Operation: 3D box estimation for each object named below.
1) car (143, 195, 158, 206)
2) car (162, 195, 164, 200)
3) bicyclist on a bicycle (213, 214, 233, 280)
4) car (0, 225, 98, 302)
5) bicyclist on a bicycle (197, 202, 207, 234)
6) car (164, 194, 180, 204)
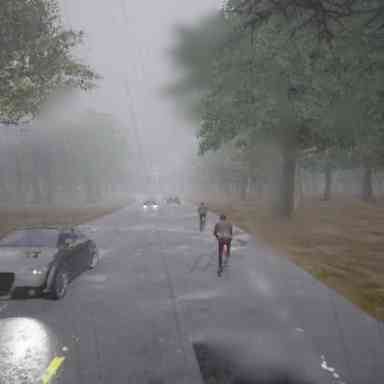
[{"bbox_3d":[-6.349,1.275,51.017,1.837,1.490,4.892,0,0,-6],"label":"car"},{"bbox_3d":[-5.660,1.198,73.859,1.895,1.301,4.718,0,0,-9],"label":"car"},{"bbox_3d":[0.843,1.419,8.858,0.582,1.620,1.656,0,0,-1],"label":"bicyclist on a bicycle"},{"bbox_3d":[-3.719,1.538,8.117,1.994,1.385,4.181,0,0,-1],"label":"car"},{"bbox_3d":[0.578,1.380,17.911,0.582,1.620,1.656,0,0,-2],"label":"bicyclist on a bicycle"},{"bbox_3d":[-3.261,1.070,56.287,2.097,1.767,4.553,0,0,-6],"label":"car"}]
